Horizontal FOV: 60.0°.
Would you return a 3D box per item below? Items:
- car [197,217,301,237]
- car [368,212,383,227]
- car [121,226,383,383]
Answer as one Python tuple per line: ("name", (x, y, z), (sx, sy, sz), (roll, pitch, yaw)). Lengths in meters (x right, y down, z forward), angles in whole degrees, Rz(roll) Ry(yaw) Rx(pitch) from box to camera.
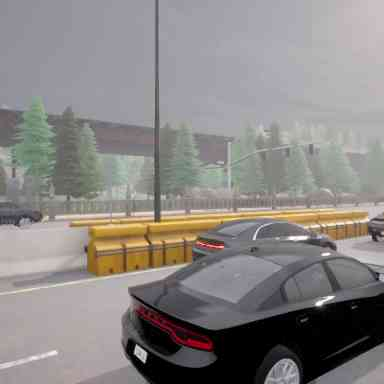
("car", (2.263, 1.505, 9.663), (4.892, 1.490, 1.837), (0, 0, -35))
("car", (9.931, 1.491, 15.135), (4.902, 1.511, 2.128), (0, 0, -36))
("car", (1.494, 1.478, 4.812), (5.008, 1.535, 1.882), (0, 0, -36))
